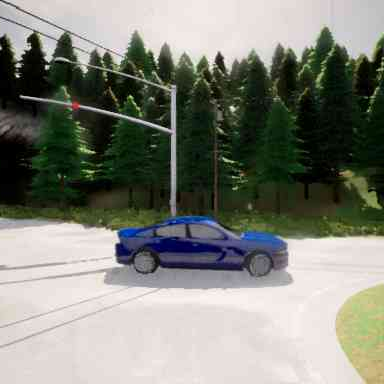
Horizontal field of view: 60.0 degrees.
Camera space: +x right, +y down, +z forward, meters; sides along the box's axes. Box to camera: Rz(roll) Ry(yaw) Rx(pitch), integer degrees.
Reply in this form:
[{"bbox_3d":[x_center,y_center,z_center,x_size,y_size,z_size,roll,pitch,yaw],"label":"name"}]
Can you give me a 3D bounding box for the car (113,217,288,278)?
[{"bbox_3d":[0.240,1.496,9.773,5.008,1.535,1.882,0,1,6],"label":"car"}]
